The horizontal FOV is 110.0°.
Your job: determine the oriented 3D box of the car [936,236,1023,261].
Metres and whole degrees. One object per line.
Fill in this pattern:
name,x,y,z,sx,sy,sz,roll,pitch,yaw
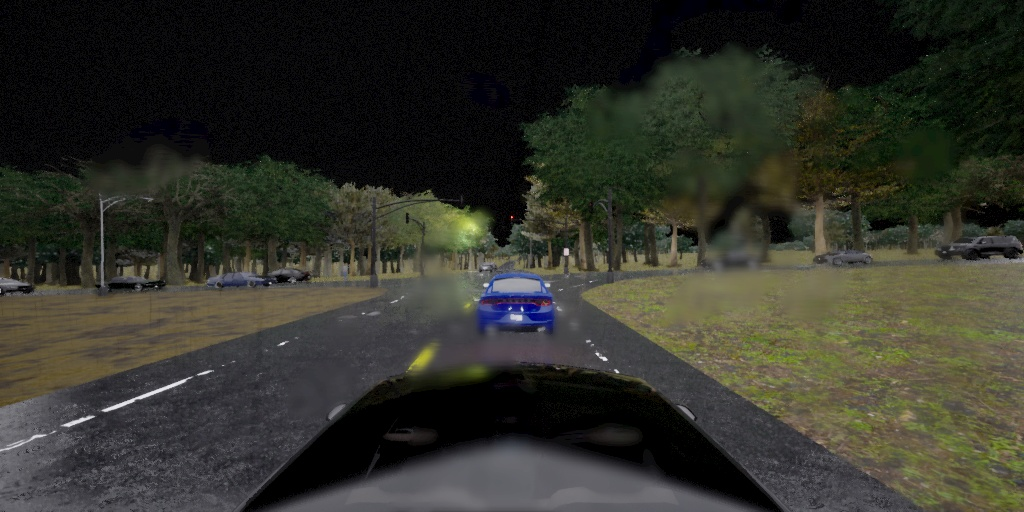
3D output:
car,41.541,-0.682,31.946,5.566,2.045,2.150,-2,-1,3

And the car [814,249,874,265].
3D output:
car,29.956,0.100,32.459,4.181,1.385,1.994,-2,-1,2

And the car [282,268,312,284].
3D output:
car,-22.082,1.969,34.710,5.008,1.535,1.882,-2,0,2

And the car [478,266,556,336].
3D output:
car,0.140,1.233,10.486,1.882,1.535,5.008,0,0,1

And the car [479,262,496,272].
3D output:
car,-3.873,1.677,53.603,2.128,1.511,4.902,0,-1,-1

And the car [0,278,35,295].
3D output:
car,-45.959,2.749,32.152,4.892,1.490,1.837,-2,-1,3

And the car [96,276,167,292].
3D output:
car,-33.351,2.437,31.549,4.718,1.301,1.895,-2,-1,3

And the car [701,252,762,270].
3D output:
car,20.043,0.404,32.884,5.008,1.535,1.882,-2,-1,2

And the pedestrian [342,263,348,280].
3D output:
pedestrian,-17.865,1.680,38.444,0.375,1.860,0.375,0,1,3

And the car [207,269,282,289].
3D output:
car,-23.429,2.047,31.117,5.357,1.411,2.033,-2,-1,6
